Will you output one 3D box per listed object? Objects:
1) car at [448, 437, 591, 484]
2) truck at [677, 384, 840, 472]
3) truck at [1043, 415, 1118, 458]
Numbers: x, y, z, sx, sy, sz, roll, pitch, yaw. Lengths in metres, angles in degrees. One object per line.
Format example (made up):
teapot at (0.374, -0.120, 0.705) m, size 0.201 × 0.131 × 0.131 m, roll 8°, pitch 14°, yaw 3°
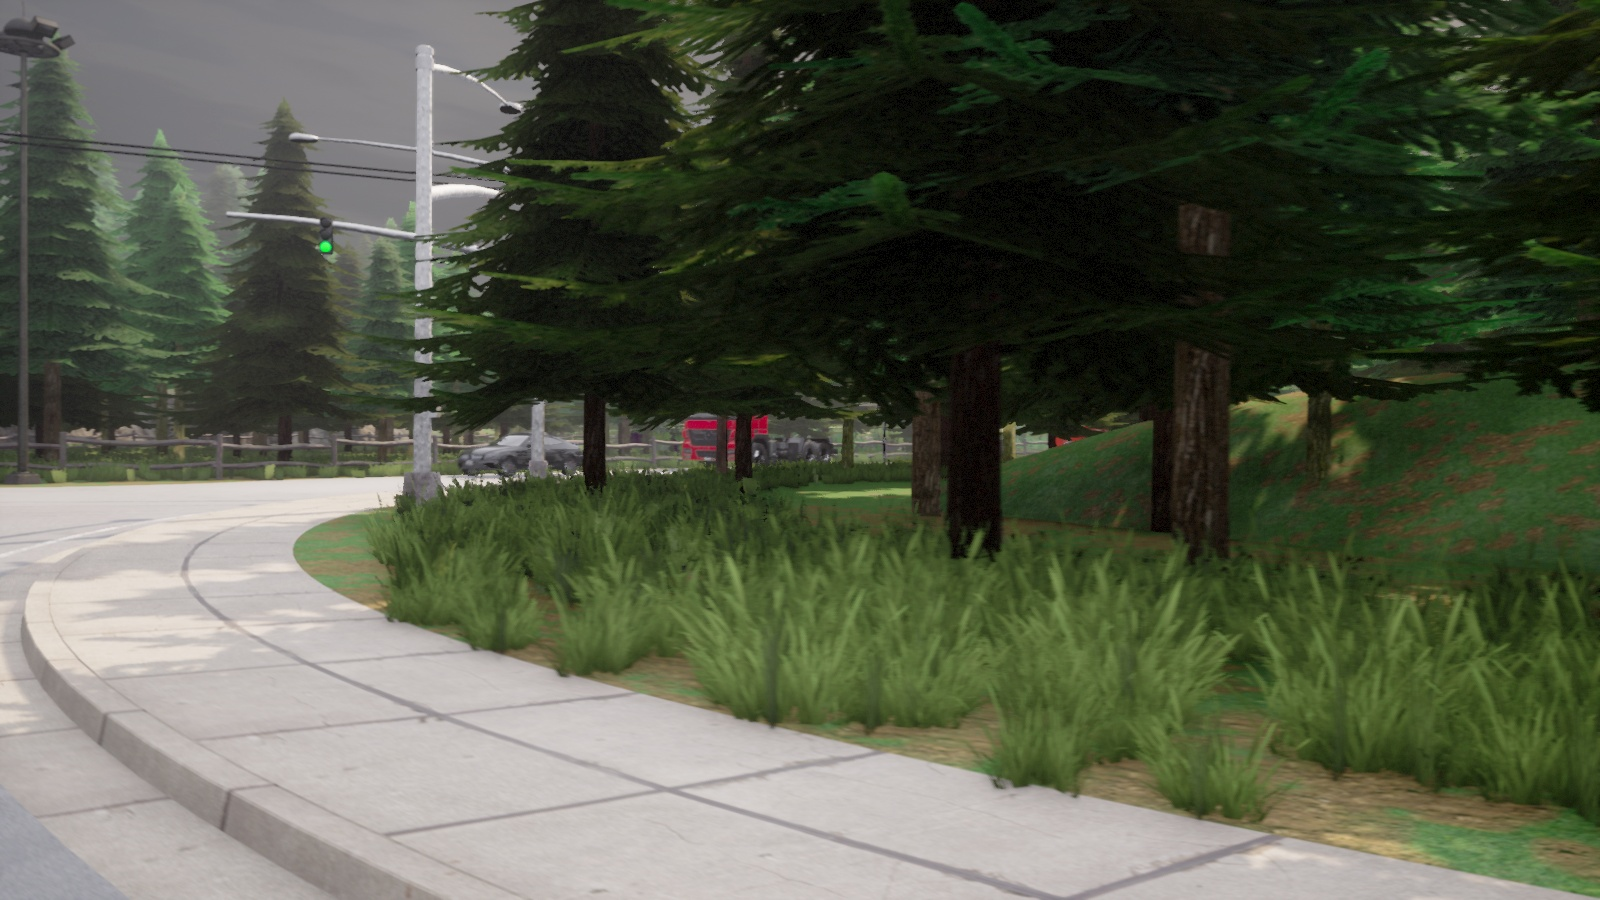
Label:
car at (-9.207, 0.309, 41.530) m, size 1.812 × 1.442 × 4.674 m, roll 0°, pitch 1°, yaw 33°
truck at (-1.595, -0.913, 53.347) m, size 2.891 × 3.462 × 7.936 m, roll 0°, pitch 1°, yaw 33°
truck at (16.825, -0.849, 75.075) m, size 2.627 × 2.467 × 5.204 m, roll 0°, pitch 1°, yaw 34°
